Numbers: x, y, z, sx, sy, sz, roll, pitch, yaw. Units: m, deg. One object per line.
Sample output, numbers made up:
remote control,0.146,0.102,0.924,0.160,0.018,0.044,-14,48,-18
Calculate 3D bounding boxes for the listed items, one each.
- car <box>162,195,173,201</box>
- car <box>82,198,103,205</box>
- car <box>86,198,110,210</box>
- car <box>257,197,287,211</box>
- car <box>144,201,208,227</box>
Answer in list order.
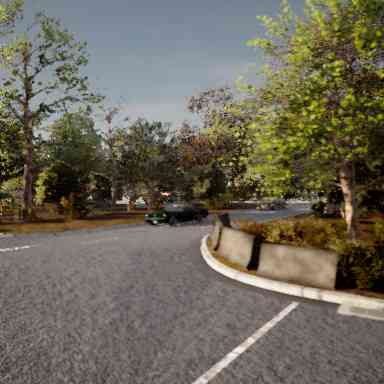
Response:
car,-4.756,1.224,59.947,2.097,1.767,4.553,-2,1,-14
car,-22.536,2.108,75.390,4.181,1.385,1.994,-2,-1,27
car,-13.226,1.696,44.348,2.128,1.511,4.902,-3,-1,36
car,8.476,1.198,35.088,1.837,1.490,4.892,-3,-1,35
car,-0.954,1.465,21.754,1.895,1.301,4.718,-3,-1,36
